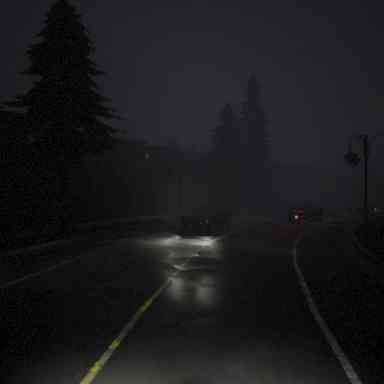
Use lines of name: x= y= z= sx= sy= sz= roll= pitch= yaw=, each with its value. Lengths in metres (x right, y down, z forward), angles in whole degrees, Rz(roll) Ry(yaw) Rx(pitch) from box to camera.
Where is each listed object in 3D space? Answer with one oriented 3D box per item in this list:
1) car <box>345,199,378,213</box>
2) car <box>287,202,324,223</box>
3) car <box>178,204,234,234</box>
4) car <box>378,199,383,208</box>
car: x=19.500 y=1.725 z=38.545 sx=1.895 sy=1.301 sz=4.718 roll=0 pitch=0 yaw=44
car: x=8.979 y=1.564 z=26.169 sx=1.837 sy=1.490 sz=4.892 roll=0 pitch=0 yaw=35
car: x=0.939 y=1.485 z=19.512 sx=1.882 sy=1.535 sz=5.008 roll=0 pitch=0 yaw=25
car: x=28.335 y=1.743 z=51.567 sx=4.181 sy=1.385 sz=1.994 roll=0 pitch=0 yaw=-39
